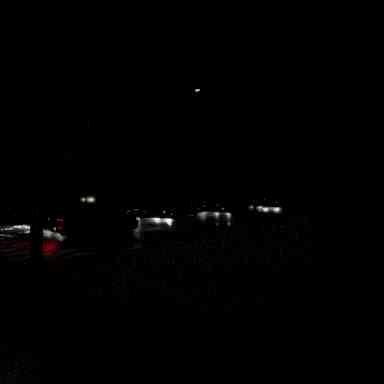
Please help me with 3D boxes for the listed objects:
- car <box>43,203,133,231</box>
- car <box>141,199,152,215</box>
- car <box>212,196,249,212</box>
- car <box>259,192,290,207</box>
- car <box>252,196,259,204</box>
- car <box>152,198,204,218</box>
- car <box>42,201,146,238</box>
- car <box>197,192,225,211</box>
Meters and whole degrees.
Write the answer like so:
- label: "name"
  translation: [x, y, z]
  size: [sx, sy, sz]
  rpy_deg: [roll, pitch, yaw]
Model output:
- label: "car"
  translation: [-6.476, 1.489, 21.420]
  size: [2.033, 1.411, 5.357]
  rpy_deg: [0, 0, 35]
- label: "car"
  translation: [-3.999, 1.416, 30.547]
  size: [1.837, 1.490, 4.892]
  rpy_deg: [0, 0, 35]
- label: "car"
  translation: [4.536, 1.462, 36.982]
  size: [1.895, 1.301, 4.718]
  rpy_deg: [0, 0, 36]
- label: "car"
  translation: [12.174, 1.030, 47.657]
  size: [2.150, 2.045, 5.566]
  rpy_deg: [0, 0, 36]
- label: "car"
  translation: [11.041, 1.315, 51.631]
  size: [2.128, 1.511, 4.902]
  rpy_deg: [0, 0, 35]
- label: "car"
  translation: [-1.146, 1.467, 28.968]
  size: [1.994, 1.385, 4.181]
  rpy_deg: [0, 0, 35]
- label: "car"
  translation: [-4.967, 1.449, 17.470]
  size: [1.837, 1.490, 4.892]
  rpy_deg: [1, 1, 36]
- label: "car"
  translation: [2.076, 1.086, 39.120]
  size: [2.150, 2.045, 5.566]
  rpy_deg: [0, 0, 36]
